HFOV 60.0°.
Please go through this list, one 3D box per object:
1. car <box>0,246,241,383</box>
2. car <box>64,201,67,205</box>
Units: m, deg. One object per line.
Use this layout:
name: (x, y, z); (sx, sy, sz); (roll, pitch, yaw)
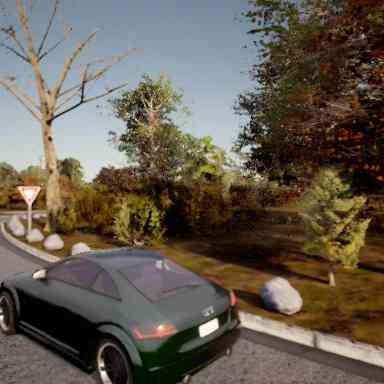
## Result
car: (-1.345, 1.570, 5.203); (4.181, 1.385, 1.994); (0, 0, 40)
car: (-18.007, 2.383, 52.066); (2.150, 2.045, 5.566); (-1, -2, 16)
